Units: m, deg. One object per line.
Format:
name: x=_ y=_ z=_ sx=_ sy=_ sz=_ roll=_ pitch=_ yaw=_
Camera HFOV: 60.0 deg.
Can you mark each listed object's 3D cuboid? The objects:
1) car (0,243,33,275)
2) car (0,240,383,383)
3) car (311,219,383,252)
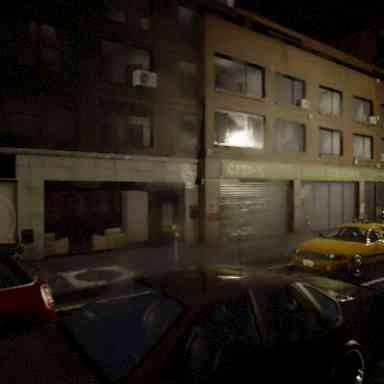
car: x=-3.814 y=1.440 z=3.820 sx=4.097 sy=1.590 sz=1.967 roll=0 pitch=0 yaw=-35
car: x=0.055 y=1.549 z=3.408 sx=5.357 sy=1.411 sz=2.033 roll=0 pitch=0 yaw=-35
car: x=4.997 y=1.537 z=10.105 sx=4.829 sy=1.417 sz=1.752 roll=0 pitch=-1 yaw=-35
